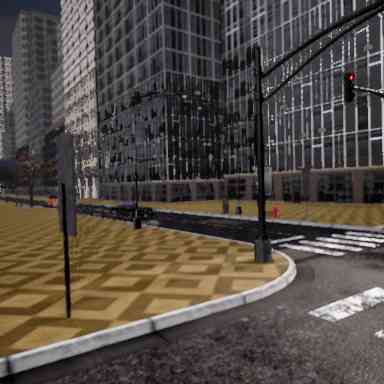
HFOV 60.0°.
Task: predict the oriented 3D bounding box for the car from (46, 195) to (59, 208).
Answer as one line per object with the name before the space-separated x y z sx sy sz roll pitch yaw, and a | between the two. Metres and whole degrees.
car | -18.113 1.151 44.802 2.097 1.767 4.553 -2 1 -35

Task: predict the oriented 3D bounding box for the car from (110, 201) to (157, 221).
car | -4.567 1.387 25.430 1.895 1.301 4.718 -2 1 -35
